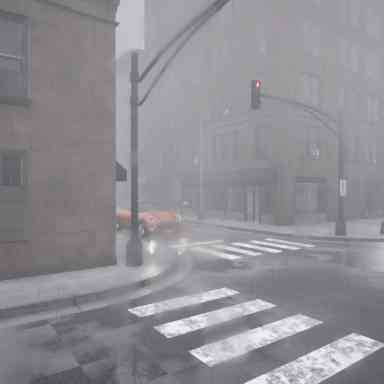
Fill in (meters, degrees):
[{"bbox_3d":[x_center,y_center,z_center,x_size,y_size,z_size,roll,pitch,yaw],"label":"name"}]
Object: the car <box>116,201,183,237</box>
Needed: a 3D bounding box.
[{"bbox_3d":[-2.372,1.263,17.511,2.097,1.767,4.553,0,0,-35],"label":"car"}]
